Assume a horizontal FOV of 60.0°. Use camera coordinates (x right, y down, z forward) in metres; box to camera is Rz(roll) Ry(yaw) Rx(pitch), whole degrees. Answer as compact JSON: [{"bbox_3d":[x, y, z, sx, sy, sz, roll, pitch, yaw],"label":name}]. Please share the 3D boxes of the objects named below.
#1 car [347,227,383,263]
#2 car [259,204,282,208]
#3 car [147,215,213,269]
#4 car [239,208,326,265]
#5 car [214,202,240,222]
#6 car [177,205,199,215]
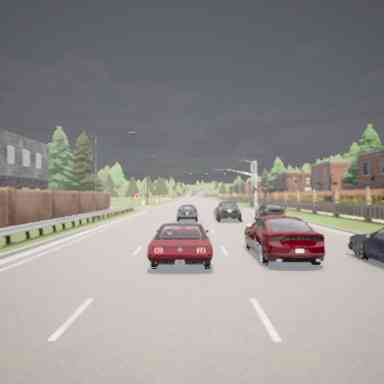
[{"bbox_3d":[6.660,1.637,9.815,2.033,1.411,5.357,0,0,0],"label":"car"},{"bbox_3d":[6.617,1.765,28.435,1.837,1.490,4.892,0,-1,0],"label":"car"},{"bbox_3d":[-0.344,1.709,11.602,1.895,1.301,4.718,0,-1,0],"label":"car"},{"bbox_3d":[3.154,1.590,12.200,1.882,1.535,5.008,0,0,0],"label":"car"},{"bbox_3d":[3.111,1.626,29.638,2.097,1.767,4.553,0,0,0],"label":"car"},{"bbox_3d":[-0.385,1.817,29.084,2.033,1.411,5.357,0,-1,0],"label":"car"}]
